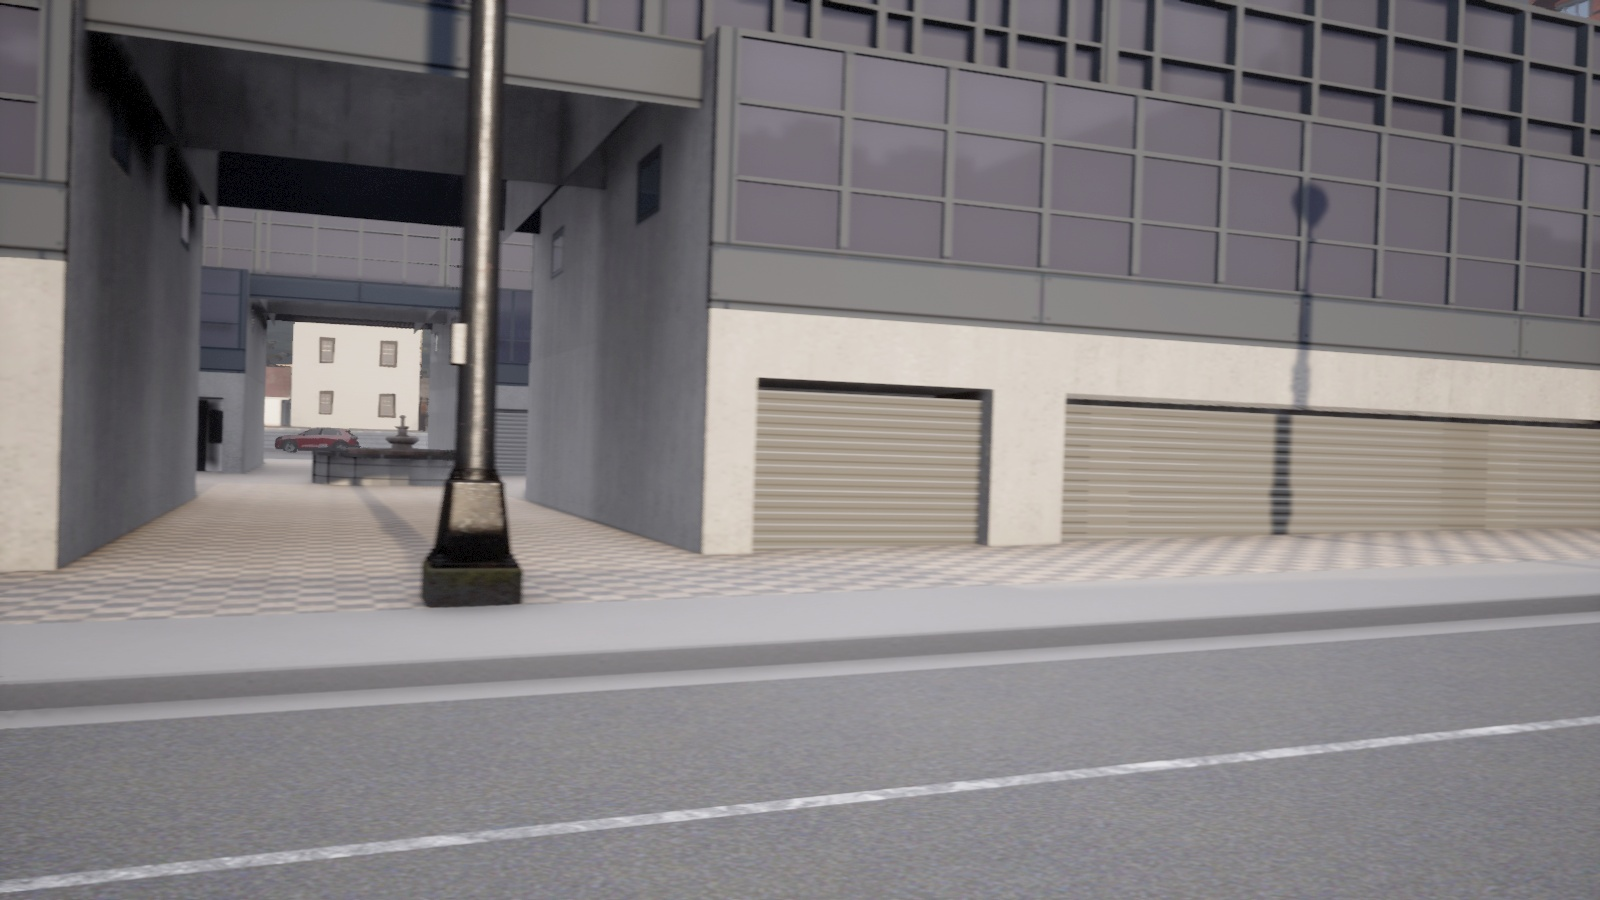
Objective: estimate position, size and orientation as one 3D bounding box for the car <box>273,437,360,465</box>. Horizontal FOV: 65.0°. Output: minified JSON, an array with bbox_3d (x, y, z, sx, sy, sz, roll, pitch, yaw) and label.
[{"bbox_3d":[-29.594,0.047,76.996,4.856,1.649,2.033,0,1,-17],"label":"car"}]
